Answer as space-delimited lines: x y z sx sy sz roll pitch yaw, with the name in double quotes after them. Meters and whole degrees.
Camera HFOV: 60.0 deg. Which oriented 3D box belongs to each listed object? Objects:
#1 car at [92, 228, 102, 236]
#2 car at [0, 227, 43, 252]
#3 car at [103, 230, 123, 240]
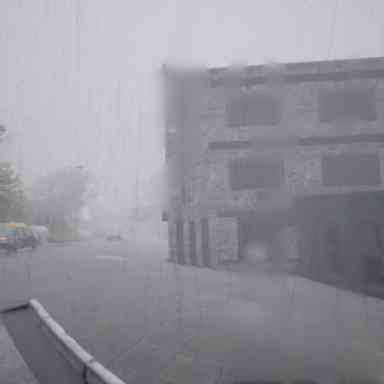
-21.315 8.965 75.691 2.097 1.767 4.553 -1 -4 -30 "car"
-10.641 2.808 19.676 2.033 1.411 5.357 -2 -7 -6 "car"
-10.750 5.980 46.471 2.033 1.411 5.357 -2 -7 -8 "car"
